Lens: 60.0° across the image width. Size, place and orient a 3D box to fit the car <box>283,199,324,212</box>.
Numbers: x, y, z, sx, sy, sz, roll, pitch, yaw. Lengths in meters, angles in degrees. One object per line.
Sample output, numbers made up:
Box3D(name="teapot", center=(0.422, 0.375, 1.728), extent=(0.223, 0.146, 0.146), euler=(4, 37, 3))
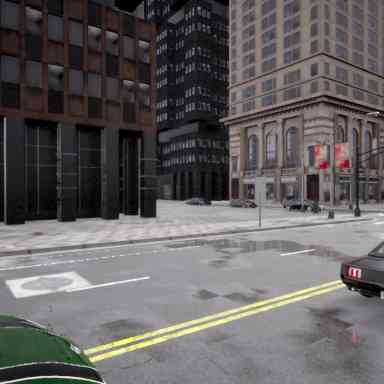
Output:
Box3D(name="car", center=(12.734, 1.517, 38.223), extent=(2.128, 1.511, 4.902), euler=(0, 0, -35))

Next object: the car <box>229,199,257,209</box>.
Box3D(name="car", center=(7.069, 1.600, 46.225), extent=(1.994, 1.385, 4.181), euler=(0, 0, -36))

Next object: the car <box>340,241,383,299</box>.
Box3D(name="car", center=(5.363, 1.601, 7.265), extent=(4.718, 1.301, 1.895), euler=(0, 0, -35))

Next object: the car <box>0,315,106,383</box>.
Box3D(name="car", center=(-2.627, 1.352, 1.563), extent=(4.553, 1.767, 2.097), euler=(0, 0, -36))

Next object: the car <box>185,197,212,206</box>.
Box3D(name="car", center=(1.005, 1.597, 54.820), extent=(2.033, 1.411, 5.357), euler=(0, 0, -36))
